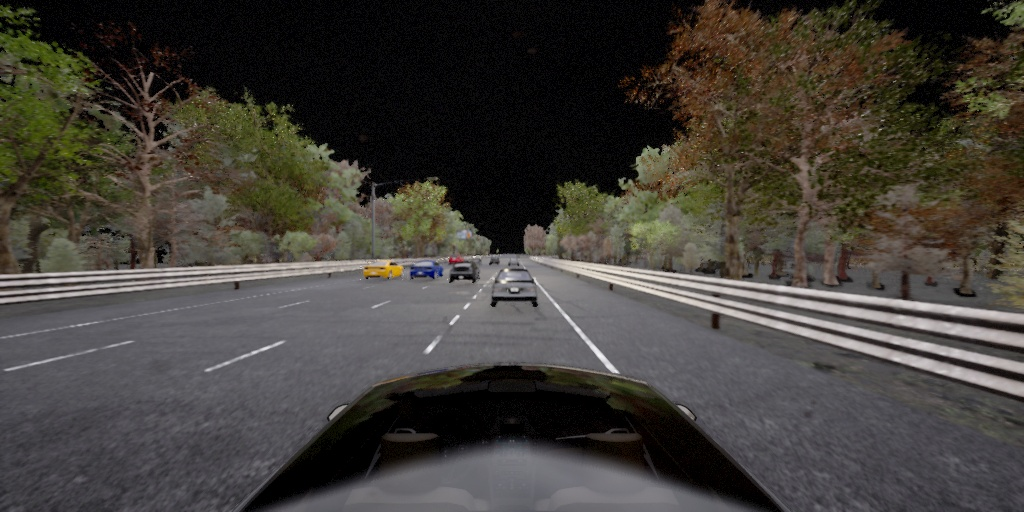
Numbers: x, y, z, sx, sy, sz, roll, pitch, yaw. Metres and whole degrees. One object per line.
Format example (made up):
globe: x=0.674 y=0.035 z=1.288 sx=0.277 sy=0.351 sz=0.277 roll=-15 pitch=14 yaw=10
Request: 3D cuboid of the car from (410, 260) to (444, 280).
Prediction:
car: x=-6.880 y=1.107 z=29.379 sx=1.882 sy=1.535 sz=5.008 roll=0 pitch=0 yaw=0

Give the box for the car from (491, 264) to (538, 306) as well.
car: x=0.091 y=1.238 z=15.297 sx=2.033 sy=1.411 sz=5.357 roll=0 pitch=0 yaw=0

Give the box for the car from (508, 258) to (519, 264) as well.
car: x=0.324 y=1.048 z=64.204 sx=1.994 sy=1.385 sz=4.181 roll=0 pitch=0 yaw=0

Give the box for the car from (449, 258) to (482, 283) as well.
car: x=-3.387 y=1.149 z=26.378 sx=1.837 sy=1.490 sz=4.892 roll=0 pitch=1 yaw=0

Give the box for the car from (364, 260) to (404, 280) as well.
car: x=-10.380 y=1.107 z=29.342 sx=1.882 sy=1.535 sz=5.008 roll=0 pitch=0 yaw=0
